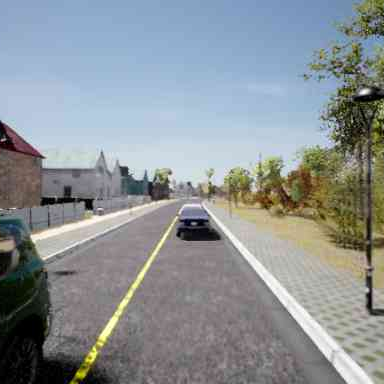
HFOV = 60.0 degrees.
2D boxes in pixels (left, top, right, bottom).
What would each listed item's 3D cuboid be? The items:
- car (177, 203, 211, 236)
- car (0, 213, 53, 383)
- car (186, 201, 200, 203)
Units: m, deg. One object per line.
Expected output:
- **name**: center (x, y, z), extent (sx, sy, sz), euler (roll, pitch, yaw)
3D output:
- **car**: center (0.102, 1.579, 18.621), extent (2.033, 1.411, 5.357), euler (0, 0, 0)
- **car**: center (-2.749, 1.225, 1.807), extent (2.150, 2.045, 5.566), euler (0, 0, 0)
- **car**: center (0.105, 1.661, 37.729), extent (1.895, 1.301, 4.718), euler (0, 0, 0)
